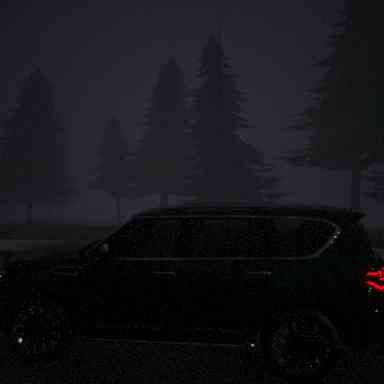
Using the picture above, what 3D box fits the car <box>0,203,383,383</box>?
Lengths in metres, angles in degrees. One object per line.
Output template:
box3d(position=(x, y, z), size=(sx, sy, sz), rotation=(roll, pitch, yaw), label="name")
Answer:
box3d(position=(-0.110, 1.196, 5.086), size=(5.566, 2.045, 2.150), rotation=(0, 0, 7), label="car")
